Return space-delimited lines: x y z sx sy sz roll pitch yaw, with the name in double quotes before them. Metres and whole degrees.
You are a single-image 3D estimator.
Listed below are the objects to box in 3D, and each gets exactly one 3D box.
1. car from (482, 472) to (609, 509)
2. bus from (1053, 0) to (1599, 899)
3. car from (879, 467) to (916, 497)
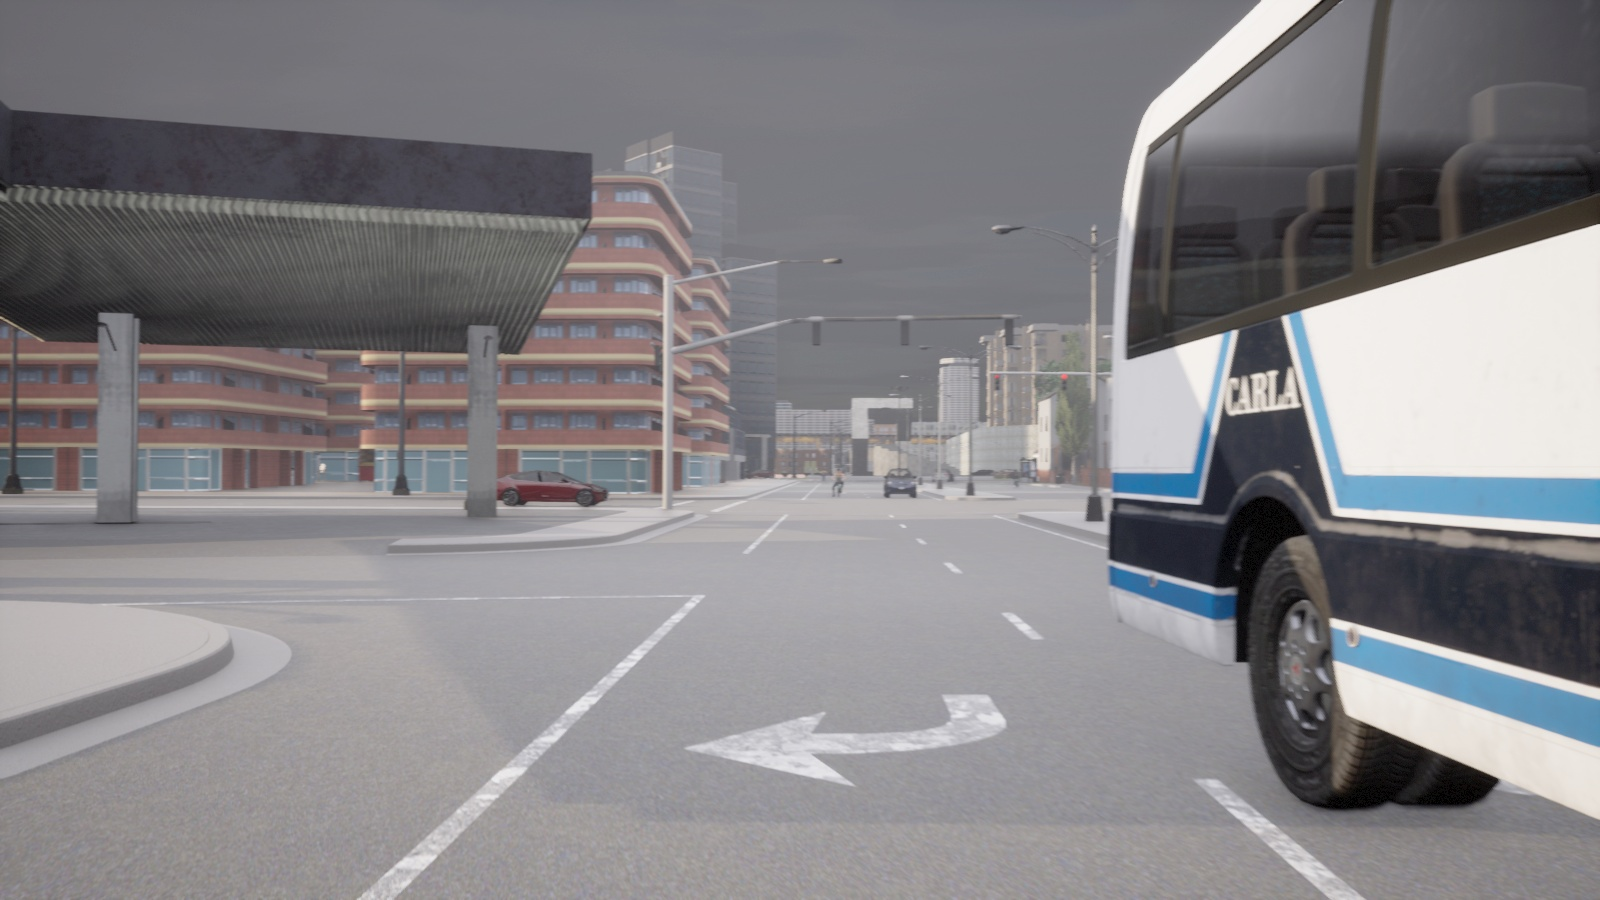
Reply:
"car" -10.432 1.653 51.719 4.792 1.488 2.163 0 -1 1
"bus" 3.877 -0.532 3.389 3.944 4.253 10.273 0 -1 -2
"car" 5.395 1.753 70.194 1.851 1.617 3.988 0 -1 1
